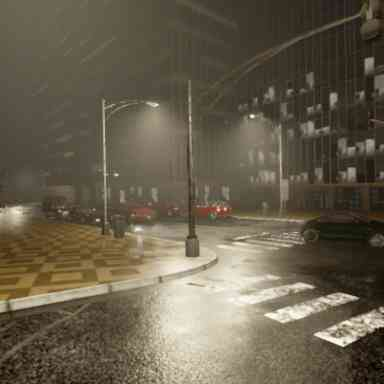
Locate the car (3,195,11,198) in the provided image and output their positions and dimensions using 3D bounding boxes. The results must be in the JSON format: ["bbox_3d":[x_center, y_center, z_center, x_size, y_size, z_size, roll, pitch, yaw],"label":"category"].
[{"bbox_3d":[-42.965,1.945,79.597,1.887,1.381,4.507,-2,1,-41],"label":"car"}]

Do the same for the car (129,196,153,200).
[{"bbox_3d":[-5.991,1.401,36.878,2.192,1.841,5.009,-2,1,-41],"label":"car"}]

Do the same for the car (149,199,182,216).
[{"bbox_3d":[-2.285,1.635,32.612,1.802,1.307,4.206,-2,1,-41],"label":"car"}]

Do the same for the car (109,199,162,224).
[{"bbox_3d":[-4.847,1.636,26.717,1.882,1.535,5.008,-2,1,-41],"label":"car"}]

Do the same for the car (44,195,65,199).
[{"bbox_3d":[-16.249,1.472,39.911,2.150,2.045,5.566,-2,2,-41],"label":"car"}]

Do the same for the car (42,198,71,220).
[{"bbox_3d":[-12.365,1.701,31.435,1.967,1.590,4.097,-2,1,-41],"label":"car"}]

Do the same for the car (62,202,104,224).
[{"bbox_3d":[-8.670,1.795,27.171,1.947,1.339,4.313,-2,1,-41],"label":"car"}]

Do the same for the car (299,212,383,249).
[{"bbox_3d":[7.007,1.601,14.873,4.181,1.385,1.994,-1,1,36],"label":"car"}]

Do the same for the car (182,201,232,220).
[{"bbox_3d":[1.411,1.461,28.340,1.967,1.590,4.097,-2,1,-41],"label":"car"}]

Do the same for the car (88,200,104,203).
[{"bbox_3d":[-13.380,1.716,45.426,1.947,1.339,4.313,-2,1,-41],"label":"car"}]

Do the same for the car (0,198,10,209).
[{"bbox_3d":[-30.821,2.003,52.765,1.802,1.307,4.206,-2,1,-41],"label":"car"}]

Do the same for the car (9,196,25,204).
[{"bbox_3d":[-39.268,1.936,75.325,1.947,1.339,4.313,-2,1,-41],"label":"car"}]
